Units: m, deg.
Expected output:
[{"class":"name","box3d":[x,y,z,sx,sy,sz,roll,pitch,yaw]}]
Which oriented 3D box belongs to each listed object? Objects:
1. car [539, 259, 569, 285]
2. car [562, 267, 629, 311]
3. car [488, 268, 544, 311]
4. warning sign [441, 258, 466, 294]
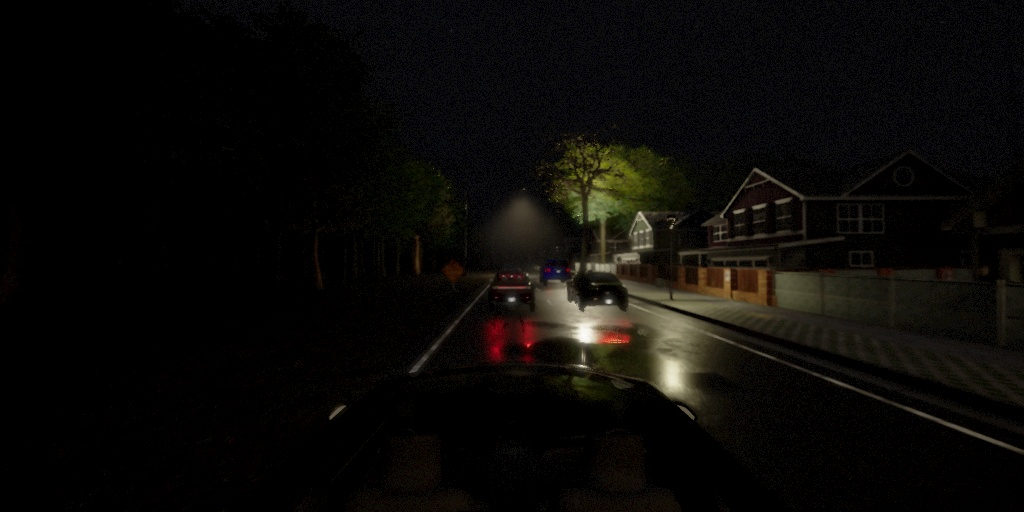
[{"class":"car","box3d":[3.484,1.262,29.454,2.150,2.045,5.566,0,0,0]},{"class":"car","box3d":[3.506,1.399,15.344,1.837,1.490,4.892,0,0,0]},{"class":"car","box3d":[0.007,1.384,15.351,2.128,1.511,4.902,0,0,0]},{"class":"warning sign","box3d":[-3.064,1.043,18.869,1.300,1.860,1.060,0,0,0]}]
